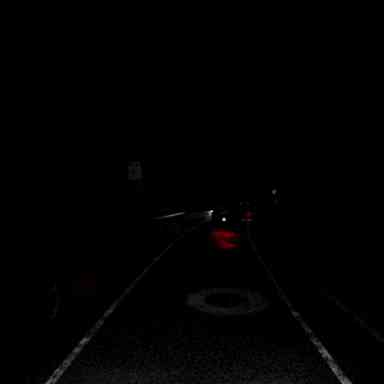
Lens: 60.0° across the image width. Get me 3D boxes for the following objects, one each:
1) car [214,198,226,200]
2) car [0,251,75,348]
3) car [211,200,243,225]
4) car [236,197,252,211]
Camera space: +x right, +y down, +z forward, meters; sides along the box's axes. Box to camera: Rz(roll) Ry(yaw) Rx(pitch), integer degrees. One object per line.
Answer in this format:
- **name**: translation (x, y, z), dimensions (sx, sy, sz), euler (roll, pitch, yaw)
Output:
- **car**: translation (3.846, 1.619, 46.375), dimensions (2.128, 1.511, 4.902), euler (-1, 0, 14)
- **car**: translation (-3.410, 1.619, 4.600), dimensions (1.895, 1.301, 4.718), euler (0, 0, 2)
- **car**: translation (2.561, 1.568, 24.444), dimensions (1.837, 1.490, 4.892), euler (-1, 0, 10)
- **car**: translation (6.285, 1.442, 41.107), dimensions (2.097, 1.767, 4.553), euler (-1, 0, 13)
